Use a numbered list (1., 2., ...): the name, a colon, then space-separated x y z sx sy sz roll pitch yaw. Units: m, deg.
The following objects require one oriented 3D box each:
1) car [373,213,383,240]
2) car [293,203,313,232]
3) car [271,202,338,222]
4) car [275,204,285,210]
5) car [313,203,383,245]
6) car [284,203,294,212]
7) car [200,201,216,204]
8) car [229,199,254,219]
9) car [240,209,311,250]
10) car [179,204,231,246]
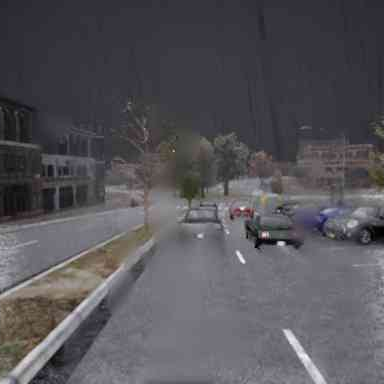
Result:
1. car: 8.173 1.507 9.647 4.892 1.521 2.231 1 0 -18
2. car: 8.541 1.543 18.496 5.008 1.535 2.097 1 -1 -16
3. car: 9.190 1.623 27.346 4.792 1.488 2.163 1 -1 -15
4. car: 8.921 1.575 24.392 4.892 1.521 2.231 1 -1 -15
5. car: 8.430 1.405 15.554 4.553 1.767 2.185 1 0 -17
6. car: 8.726 1.599 21.440 4.674 1.452 2.002 1 0 -16
7. car: 1.544 1.579 30.945 2.128 1.511 4.902 0 0 5
8. car: 4.494 1.457 30.292 2.097 1.767 4.553 0 0 6
9. car: 3.425 1.633 14.611 1.895 1.301 4.718 0 0 3
10. car: 0.466 1.516 15.379 2.128 1.511 4.902 0 0 3
